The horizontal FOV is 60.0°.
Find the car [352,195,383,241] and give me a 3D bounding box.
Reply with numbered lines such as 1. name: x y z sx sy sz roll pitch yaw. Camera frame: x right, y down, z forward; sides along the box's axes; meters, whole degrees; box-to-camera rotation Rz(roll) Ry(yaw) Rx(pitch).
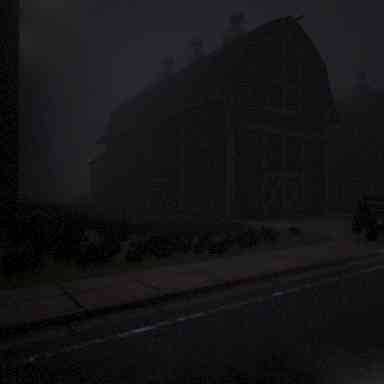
1. car: 8.762 1.180 15.229 1.905 1.878 3.866 6 3 12

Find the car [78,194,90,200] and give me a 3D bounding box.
1. car: -22.582 1.383 70.036 1.905 1.878 3.866 0 0 -35

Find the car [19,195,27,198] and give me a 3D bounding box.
1. car: -38.543 1.356 75.011 1.932 1.855 4.605 0 0 -35
